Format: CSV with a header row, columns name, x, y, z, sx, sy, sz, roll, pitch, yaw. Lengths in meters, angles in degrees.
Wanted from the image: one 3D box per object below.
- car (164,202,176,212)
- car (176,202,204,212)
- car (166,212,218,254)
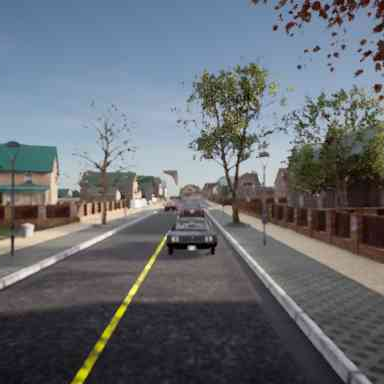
name,x,y,z,sx,sy,sz,roll,pitch,yaw
car,-2.760,2.036,45.652,1.895,1.301,4.718,0,-1,0
car,-0.003,1.629,29.096,2.097,1.767,4.553,0,-1,0
car,0.000,1.736,14.127,1.895,1.301,4.718,0,-1,0
